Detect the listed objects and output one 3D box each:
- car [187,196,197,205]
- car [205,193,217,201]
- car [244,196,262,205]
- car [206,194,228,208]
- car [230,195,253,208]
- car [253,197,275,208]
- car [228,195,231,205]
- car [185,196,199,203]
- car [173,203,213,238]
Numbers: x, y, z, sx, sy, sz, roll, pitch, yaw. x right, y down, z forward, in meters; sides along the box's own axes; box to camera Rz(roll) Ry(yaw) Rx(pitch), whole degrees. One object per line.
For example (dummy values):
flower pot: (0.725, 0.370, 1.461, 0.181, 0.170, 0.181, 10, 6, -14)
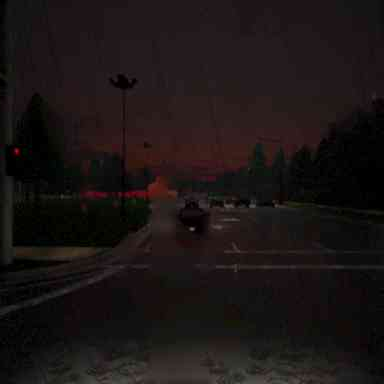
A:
car: (-0.006, 1.468, 57.694, 1.812, 1.442, 4.674, 0, 0, 0)
car: (3.494, 1.163, 57.724, 2.150, 2.045, 5.566, 0, 0, 0)
car: (10.494, 1.489, 57.695, 2.033, 1.411, 5.357, 0, 0, 0)
car: (3.495, 1.444, 47.277, 2.128, 1.511, 4.902, 0, 0, 0)
car: (6.995, 1.457, 47.277, 1.837, 1.490, 4.892, 0, 0, 0)
car: (10.495, 1.516, 47.695, 1.994, 1.385, 4.181, 0, 0, 0)
car: (6.994, 1.294, 57.665, 2.097, 1.767, 4.553, 0, 0, 0)
car: (-0.005, 1.553, 47.723, 1.895, 1.301, 4.718, 0, 0, 0)
car: (-0.002, 1.508, 17.483, 1.812, 1.442, 4.674, 0, 0, 0)
